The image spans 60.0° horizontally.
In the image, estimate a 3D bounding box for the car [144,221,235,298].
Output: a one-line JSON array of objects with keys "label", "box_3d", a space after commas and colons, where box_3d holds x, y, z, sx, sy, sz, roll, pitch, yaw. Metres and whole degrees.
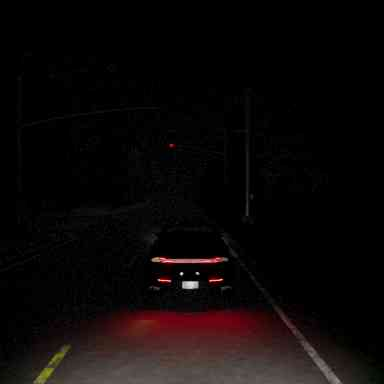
[{"label": "car", "box_3d": [-0.071, 1.492, 8.530, 2.128, 1.511, 4.902, 0, 0, -1]}]
